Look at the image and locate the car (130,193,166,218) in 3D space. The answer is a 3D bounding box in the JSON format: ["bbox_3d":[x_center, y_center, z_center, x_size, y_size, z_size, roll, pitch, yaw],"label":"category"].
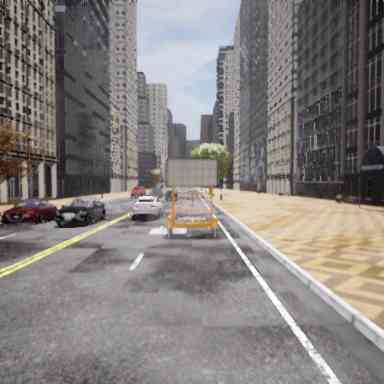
[{"bbox_3d":[-3.143,1.058,24.159,1.812,1.442,4.674,0,1,0],"label":"car"}]

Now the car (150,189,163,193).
[{"bbox_3d":[-6.528,0.179,60.973,2.097,1.767,4.553,0,1,1],"label":"car"}]

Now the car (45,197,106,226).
[{"bbox_3d":[-6.591,1.101,20.145,2.128,1.511,4.902,0,1,0],"label":"car"}]

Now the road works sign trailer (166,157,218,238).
[{"bbox_3d":[0.023,0.159,15.728,2.380,3.560,2.880,0,1,1],"label":"road works sign trailer"}]

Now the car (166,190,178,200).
[{"bbox_3d":[-3.132,0.491,52.489,1.837,1.490,4.892,0,0,0],"label":"car"}]

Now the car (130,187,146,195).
[{"bbox_3d":[-9.773,0.051,60.800,2.150,2.045,5.566,0,1,1],"label":"car"}]

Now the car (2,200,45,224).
[{"bbox_3d":[-9.841,1.165,20.595,1.994,1.385,4.181,0,1,0],"label":"car"}]
